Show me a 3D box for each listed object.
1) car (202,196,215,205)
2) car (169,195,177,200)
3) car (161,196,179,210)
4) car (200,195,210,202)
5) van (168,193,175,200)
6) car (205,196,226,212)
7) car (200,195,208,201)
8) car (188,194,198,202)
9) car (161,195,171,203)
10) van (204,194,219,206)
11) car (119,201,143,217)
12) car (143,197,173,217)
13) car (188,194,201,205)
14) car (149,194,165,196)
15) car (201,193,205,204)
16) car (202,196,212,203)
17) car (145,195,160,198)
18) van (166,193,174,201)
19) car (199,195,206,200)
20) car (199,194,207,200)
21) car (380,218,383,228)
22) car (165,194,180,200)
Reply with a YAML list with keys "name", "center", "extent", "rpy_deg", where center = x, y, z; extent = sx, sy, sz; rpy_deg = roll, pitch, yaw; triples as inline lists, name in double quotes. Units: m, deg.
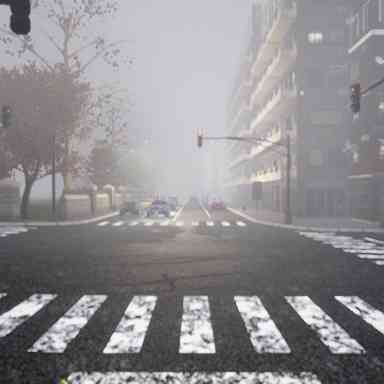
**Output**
- name: "car"
  center: [2.869, 1.482, 59.339]
  extent: [2.008, 1.369, 4.403]
  rpy_deg: [0, 0, 0]
- name: "car"
  center: [-5.410, 1.486, 93.144]
  extent: [2.008, 1.369, 4.403]
  rpy_deg: [0, 0, 0]
- name: "car"
  center: [-2.972, 1.544, 40.530]
  extent: [1.895, 1.301, 4.718]
  rpy_deg: [0, 0, 0]
- name: "car"
  center: [2.920, 1.478, 76.229]
  extent: [2.008, 1.369, 4.403]
  rpy_deg: [0, 0, 0]
- name: "van"
  center: [-5.426, 1.272, 87.513]
  extent: [1.690, 1.788, 3.998]
  rpy_deg: [0, 0, 0]
- name: "car"
  center: [2.802, 1.491, 36.817]
  extent: [1.887, 1.381, 4.507]
  rpy_deg: [0, 0, 0]
- name: "car"
  center: [2.937, 1.474, 81.859]
  extent: [1.887, 1.381, 4.507]
  rpy_deg: [0, 0, 0]
- name: "car"
  center: [0.225, 1.283, 71.708]
  extent: [2.097, 1.767, 4.553]
  rpy_deg: [0, 0, 0]
- name: "car"
  center: [-5.476, 1.369, 70.624]
  extent: [1.967, 1.590, 4.097]
  rpy_deg: [0, 0, 0]
- name: "van"
  center: [2.820, 1.282, 42.448]
  extent: [1.690, 1.788, 3.998]
  rpy_deg: [0, 0, 0]
- name: "car"
  center: [-5.595, 1.518, 31.213]
  extent: [1.947, 1.339, 4.313]
  rpy_deg: [0, 0, 0]
- name: "car"
  center: [-3.002, 1.479, 30.607]
  extent: [1.812, 1.442, 4.674]
  rpy_deg: [0, 0, 0]
- name: "car"
  center: [0.272, 1.458, 57.402]
  extent: [1.812, 1.442, 4.674]
  rpy_deg: [0, 0, 0]
- name: "car"
  center: [-5.544, 1.252, 48.104]
  extent: [2.192, 1.841, 5.009]
  rpy_deg: [0, 0, 0]
- name: "car"
  center: [2.853, 1.374, 53.709]
  extent: [1.967, 1.590, 4.097]
  rpy_deg: [0, 0, 0]
- name: "car"
  center: [2.887, 1.474, 64.968]
  extent: [1.887, 1.381, 4.507]
  rpy_deg: [0, 0, 0]
- name: "car"
  center: [-5.561, 1.466, 42.304]
  extent: [1.752, 1.417, 4.829]
  rpy_deg: [0, 0, 0]
- name: "van"
  center: [-5.443, 1.270, 81.884]
  extent: [1.690, 1.788, 3.998]
  rpy_deg: [0, 0, 0]
- name: "car"
  center: [2.971, 1.517, 93.120]
  extent: [1.802, 1.307, 4.206]
  rpy_deg: [0, 0, 0]
- name: "car"
  center: [2.954, 1.371, 87.488]
  extent: [1.967, 1.590, 4.097]
  rpy_deg: [0, 0, 0]
- name: "car"
  center: [13.522, 1.566, 18.833]
  extent: [5.009, 1.841, 2.192]
  rpy_deg: [1, -1, 0]
- name: "car"
  center: [-2.925, 1.440, 50.722]
  extent: [1.837, 1.490, 4.892]
  rpy_deg: [0, 0, 0]
